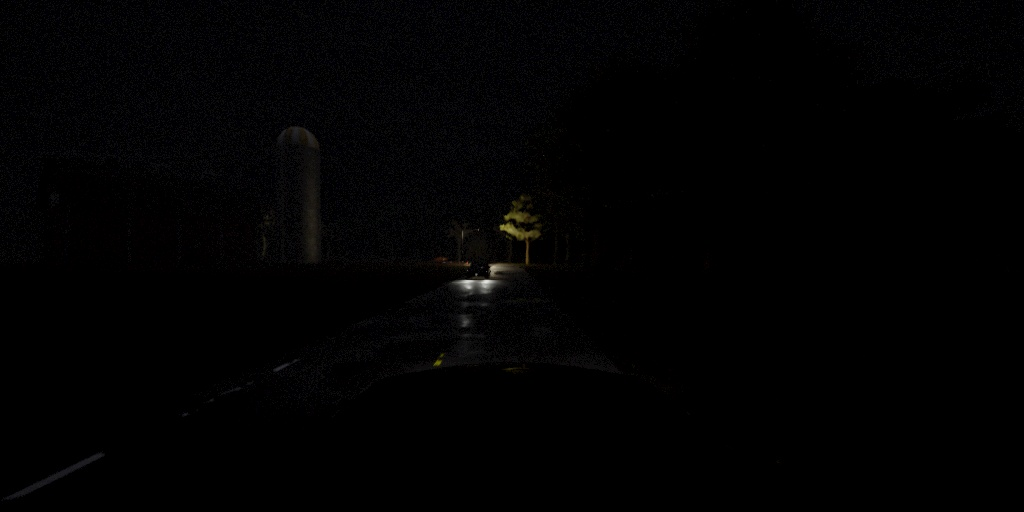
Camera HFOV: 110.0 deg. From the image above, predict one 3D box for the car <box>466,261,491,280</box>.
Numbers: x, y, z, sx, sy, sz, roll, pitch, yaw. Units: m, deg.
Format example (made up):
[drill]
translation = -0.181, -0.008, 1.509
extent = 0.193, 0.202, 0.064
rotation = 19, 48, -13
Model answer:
[car]
translation = -2.859, 1.224, 31.305
extent = 1.837, 1.490, 4.892
rotation = 0, 0, 0
